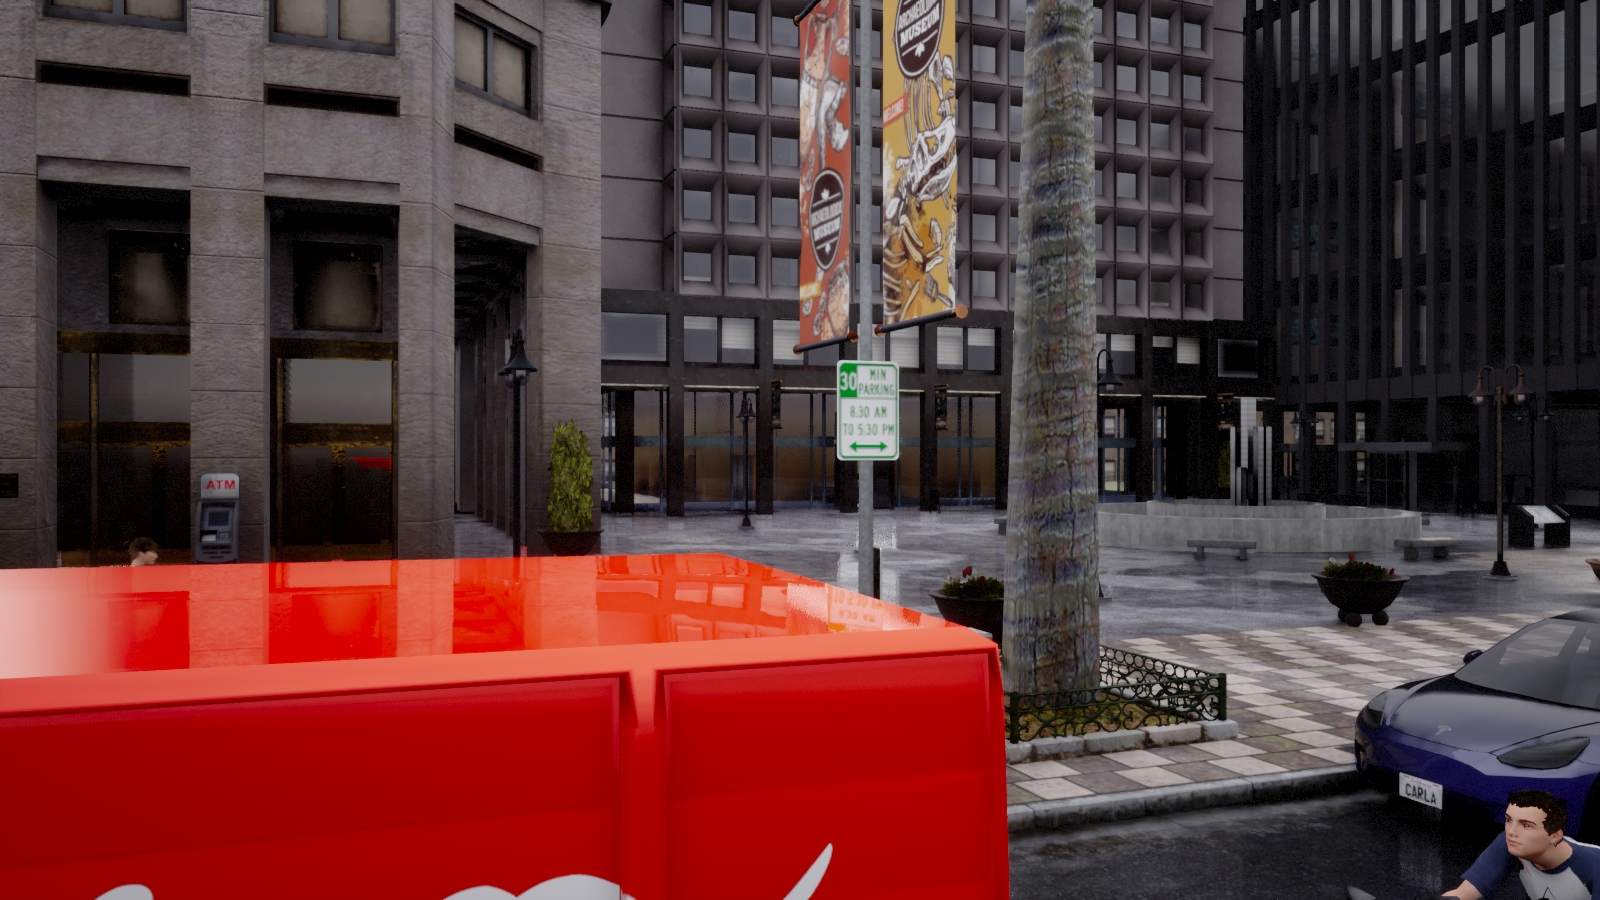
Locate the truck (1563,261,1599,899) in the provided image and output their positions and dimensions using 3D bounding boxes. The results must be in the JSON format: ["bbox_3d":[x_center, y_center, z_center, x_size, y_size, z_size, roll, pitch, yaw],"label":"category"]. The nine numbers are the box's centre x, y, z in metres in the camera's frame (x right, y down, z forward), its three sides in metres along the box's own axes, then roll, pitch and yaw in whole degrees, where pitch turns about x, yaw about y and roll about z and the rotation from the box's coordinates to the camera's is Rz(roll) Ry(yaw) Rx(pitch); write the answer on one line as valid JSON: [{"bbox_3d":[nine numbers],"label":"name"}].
[{"bbox_3d":[8.736,0.895,6.469,8.468,3.827,2.891,0,0,-20],"label":"truck"}]

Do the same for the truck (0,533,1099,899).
[{"bbox_3d":[-2.337,1.568,2.464,5.204,2.467,2.627,0,0,-20],"label":"truck"}]

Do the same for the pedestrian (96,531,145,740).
[{"bbox_3d":[-6.306,1.697,10.615,0.375,1.860,0.375,0,0,-28],"label":"pedestrian"}]
